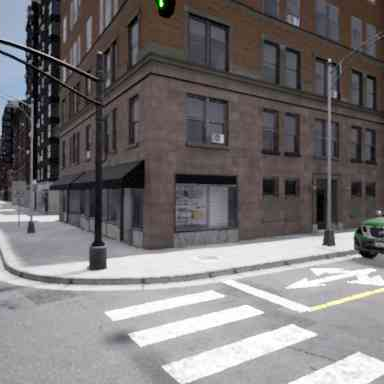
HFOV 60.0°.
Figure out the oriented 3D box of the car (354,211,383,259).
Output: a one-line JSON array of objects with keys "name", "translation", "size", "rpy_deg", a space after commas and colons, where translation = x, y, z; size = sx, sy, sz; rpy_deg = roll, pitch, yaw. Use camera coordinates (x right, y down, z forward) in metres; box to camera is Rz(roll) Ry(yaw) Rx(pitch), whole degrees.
[{"name": "car", "translation": [8.018, 1.245, 11.510], "size": [5.566, 2.045, 2.150], "rpy_deg": [0, 0, -32]}]
